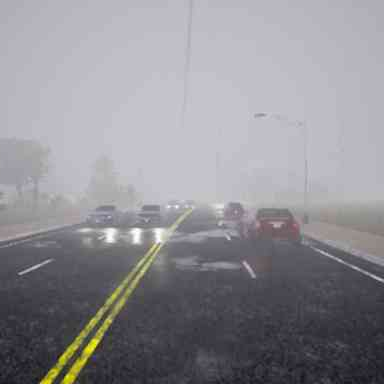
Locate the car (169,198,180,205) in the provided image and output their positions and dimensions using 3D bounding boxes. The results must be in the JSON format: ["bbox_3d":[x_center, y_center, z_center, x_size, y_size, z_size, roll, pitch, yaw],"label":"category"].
[{"bbox_3d":[-3.487,1.896,64.653,1.895,1.301,4.718,0,0,6],"label":"car"}]

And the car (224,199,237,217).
[{"bbox_3d":[4.199,1.695,33.284,1.812,1.442,4.674,0,0,3],"label":"car"}]

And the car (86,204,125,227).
[{"bbox_3d":[-6.130,1.648,24.142,1.812,1.442,4.674,0,0,2],"label":"car"}]

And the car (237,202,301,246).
[{"bbox_3d":[3.573,1.437,15.907,2.097,1.767,4.553,0,0,1],"label":"car"}]

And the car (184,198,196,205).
[{"bbox_3d":[-0.256,1.857,64.352,1.994,1.385,4.181,0,0,6],"label":"car"}]

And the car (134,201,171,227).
[{"bbox_3d":[-2.886,1.628,24.145,1.837,1.490,4.892,0,0,2],"label":"car"}]
